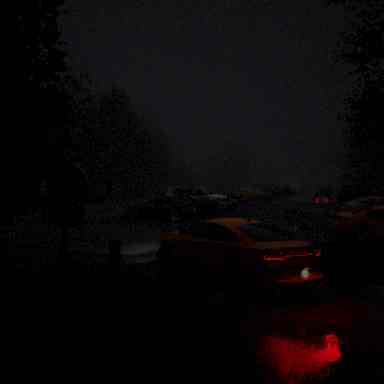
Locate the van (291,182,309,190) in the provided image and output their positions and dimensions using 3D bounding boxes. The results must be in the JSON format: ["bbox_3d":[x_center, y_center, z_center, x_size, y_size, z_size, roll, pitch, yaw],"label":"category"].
[{"bbox_3d":[29.220,-1.636,90.139,4.442,1.987,1.878,1,1,25],"label":"van"}]

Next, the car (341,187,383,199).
[{"bbox_3d":[22.646,0.091,44.253,5.008,1.535,2.097,1,2,25],"label":"car"}]

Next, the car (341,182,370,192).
[{"bbox_3d":[35.393,-1.105,72.043,5.566,2.045,2.435,1,2,25],"label":"car"}]

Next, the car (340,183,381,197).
[{"bbox_3d":[26.086,-0.417,51.804,5.566,2.045,2.435,1,2,25],"label":"car"}]

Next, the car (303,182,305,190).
[{"bbox_3d":[22.349,-1.095,74.993,4.553,1.767,2.185,1,2,25],"label":"car"}]

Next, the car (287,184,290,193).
[{"bbox_3d":[13.077,-0.254,54.829,4.792,1.488,2.163,1,2,25],"label":"car"}]

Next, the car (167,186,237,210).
[{"bbox_3d":[0.380,0.566,27.076,5.566,2.045,2.435,1,3,25],"label":"car"}]

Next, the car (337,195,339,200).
[{"bbox_3d":[11.051,1.157,19.128,4.792,1.488,2.163,1,3,25],"label":"car"}]

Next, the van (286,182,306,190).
[{"bbox_3d":[25.750,-1.453,82.588,4.442,1.987,1.878,1,2,25],"label":"van"}]

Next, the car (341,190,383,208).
[{"bbox_3d":[16.835,0.609,31.700,4.792,1.488,2.163,1,3,25],"label":"car"}]

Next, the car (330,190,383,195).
[{"bbox_3d":[13.223,0.903,24.221,5.366,1.575,1.946,1,3,25],"label":"car"}]

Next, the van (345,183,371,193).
[{"bbox_3d":[32.054,-0.820,64.437,4.442,1.987,1.878,1,2,25],"label":"van"}]

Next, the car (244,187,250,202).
[{"bbox_3d":[2.680,0.598,32.137,4.892,1.521,2.231,1,3,25],"label":"car"}]

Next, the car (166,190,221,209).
[{"bbox_3d":[-0.799,0.926,24.577,5.008,1.535,2.097,1,3,25],"label":"car"}]

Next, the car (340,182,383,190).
[{"bbox_3d":[15.730,0.439,29.150,5.566,2.045,2.435,1,3,25],"label":"car"}]

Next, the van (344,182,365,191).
[{"bbox_3d":[38.787,-1.337,79.635,4.442,1.987,1.878,1,2,25],"label":"van"}]

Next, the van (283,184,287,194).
[{"bbox_3d":[12.050,-0.422,52.238,4.442,1.987,1.878,1,2,25],"label":"van"}]

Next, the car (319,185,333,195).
[{"bbox_3d":[22.856,-0.335,56.543,1.882,1.535,5.008,1,2,25],"label":"car"}]

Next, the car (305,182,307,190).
[{"bbox_3d":[23.532,-1.055,77.508,5.008,1.535,2.097,1,2,25],"label":"car"}]

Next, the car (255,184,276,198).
[{"bbox_3d":[7.478,0.166,42.140,5.366,1.575,1.946,1,3,25],"label":"car"}]

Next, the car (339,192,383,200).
[{"bbox_3d":[10.001,1.107,16.695,4.553,1.767,2.185,1,3,25],"label":"car"}]

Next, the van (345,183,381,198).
[{"bbox_3d":[23.904,-0.218,46.714,4.442,1.987,1.878,1,2,25],"label":"van"}]

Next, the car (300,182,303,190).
[{"bbox_3d":[19.890,-0.803,70.019,5.366,1.575,1.946,1,2,25],"label":"car"}]

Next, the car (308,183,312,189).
[{"bbox_3d":[27.041,-1.562,85.048,5.566,2.045,2.435,1,2,25],"label":"car"}]

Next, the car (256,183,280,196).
[{"bbox_3d":[9.655,-0.149,47.237,4.553,1.767,2.185,1,2,25],"label":"car"}]

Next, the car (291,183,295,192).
[{"bbox_3d":[15.395,-0.426,59.871,4.792,1.488,2.163,1,2,25],"label":"car"}]

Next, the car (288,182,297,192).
[{"bbox_3d":[16.413,-0.546,62.456,5.366,1.575,1.946,1,2,25],"label":"car"}]

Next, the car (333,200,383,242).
[{"bbox_3d":[8.811,1.342,14.199,5.008,1.535,2.097,1,3,25],"label":"car"}]

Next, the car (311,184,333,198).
[{"bbox_3d":[18.556,-0.003,47.192,2.128,1.511,4.902,1,2,25],"label":"car"}]

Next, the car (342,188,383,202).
[{"bbox_3d":[20.355,0.301,39.215,4.792,1.488,2.163,1,2,25],"label":"car"}]

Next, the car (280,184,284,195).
[{"bbox_3d":[10.811,-0.082,49.762,4.792,1.488,2.163,1,2,25],"label":"car"}]

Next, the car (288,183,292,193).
[{"bbox_3d":[14.236,-0.340,57.350,4.792,1.488,2.163,1,2,25],"label":"car"}]

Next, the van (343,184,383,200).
[{"bbox_3d":[21.380,-0.047,41.762,4.442,1.987,1.878,1,2,24],"label":"van"}]

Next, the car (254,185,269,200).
[{"bbox_3d":[6.034,0.259,39.887,5.366,1.575,1.946,1,3,25],"label":"car"}]

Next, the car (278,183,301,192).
[{"bbox_3d":[21.190,-1.009,72.472,4.553,1.767,2.185,1,2,25],"label":"car"}]

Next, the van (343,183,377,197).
[{"bbox_3d":[24.849,-0.307,49.327,4.442,1.987,1.878,1,2,25],"label":"van"}]

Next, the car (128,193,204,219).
[{"bbox_3d":[-1.990,1.065,22.072,4.792,1.488,2.163,1,3,25],"label":"car"}]

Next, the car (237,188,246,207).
[{"bbox_3d":[1.683,0.706,29.542,5.366,1.575,1.946,1,3,25],"label":"car"}]

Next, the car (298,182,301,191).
[{"bbox_3d":[18.894,-0.711,67.423,4.892,1.521,2.231,1,2,25],"label":"car"}]

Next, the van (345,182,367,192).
[{"bbox_3d":[36.682,-1.162,74.500,4.442,1.987,1.878,1,2,25],"label":"van"}]

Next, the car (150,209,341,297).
[{"bbox_3d":[0.887,1.393,8.462,1.882,1.535,5.008,2,-1,-31],"label":"car"}]

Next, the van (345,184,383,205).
[{"bbox_3d":[18.175,0.244,34.256,4.442,1.987,1.878,1,3,25],"label":"van"}]

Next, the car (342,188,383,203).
[{"bbox_3d":[19.253,0.394,36.819,4.792,1.488,2.163,1,3,25],"label":"car"}]

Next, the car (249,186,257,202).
[{"bbox_3d":[3.664,0.481,34.737,5.366,1.575,1.946,1,3,25],"label":"car"}]

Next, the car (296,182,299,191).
[{"bbox_3d":[17.746,-0.625,64.897,4.892,1.521,2.231,1,2,25],"label":"car"}]

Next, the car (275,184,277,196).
[{"bbox_3d":[8.460,0.069,44.733,4.892,1.521,2.231,1,3,25],"label":"car"}]
